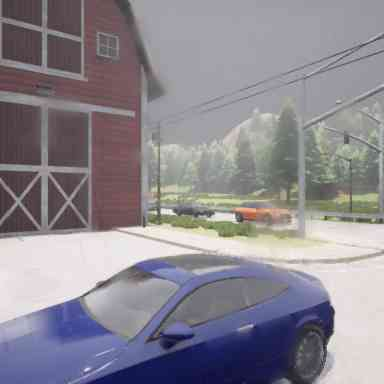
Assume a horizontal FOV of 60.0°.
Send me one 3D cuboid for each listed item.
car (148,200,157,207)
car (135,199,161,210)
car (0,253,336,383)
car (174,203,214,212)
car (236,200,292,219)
[{"bbox_3d":[-5.559,1.841,41.674,1.994,1.385,4.181,0,0,-35],"label":"car"},{"bbox_3d":[-6.605,1.849,49.579,1.812,1.442,4.674,0,0,-34],"label":"car"},{"bbox_3d":[-0.187,1.531,3.875,4.674,1.442,1.812,0,0,-35],"label":"car"},{"bbox_3d":[0.060,1.771,33.457,2.033,1.411,5.357,0,0,-34],"label":"car"},{"bbox_3d":[5.438,1.526,25.599,2.097,1.767,4.553,0,0,-34],"label":"car"}]
